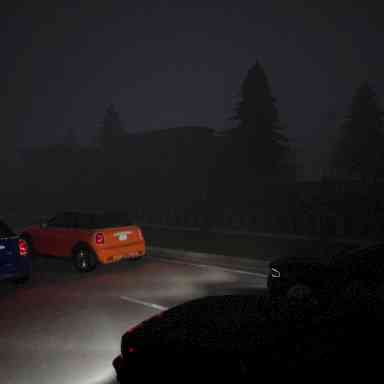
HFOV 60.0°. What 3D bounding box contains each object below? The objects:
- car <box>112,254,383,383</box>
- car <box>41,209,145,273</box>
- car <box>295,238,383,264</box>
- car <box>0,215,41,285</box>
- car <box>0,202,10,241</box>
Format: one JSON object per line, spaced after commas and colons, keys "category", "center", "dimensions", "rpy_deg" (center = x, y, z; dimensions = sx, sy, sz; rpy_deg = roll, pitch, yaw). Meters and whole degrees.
{"category": "car", "center": [1.760, 1.547, 2.739], "dimensions": [5.357, 1.411, 2.033], "rpy_deg": [0, 0, 36]}
{"category": "car", "center": [-3.740, 1.352, 10.959], "dimensions": [4.553, 1.767, 2.097], "rpy_deg": [0, 0, 36]}
{"category": "car", "center": [3.758, 1.478, 5.615], "dimensions": [5.008, 1.535, 1.882], "rpy_deg": [0, 0, 36]}
{"category": "car", "center": [-6.070, 1.352, 8.323], "dimensions": [4.553, 1.767, 2.097], "rpy_deg": [0, 0, 36]}
{"category": "car", "center": [-11.009, 1.352, 16.127], "dimensions": [4.553, 1.767, 2.097], "rpy_deg": [0, 0, 36]}
